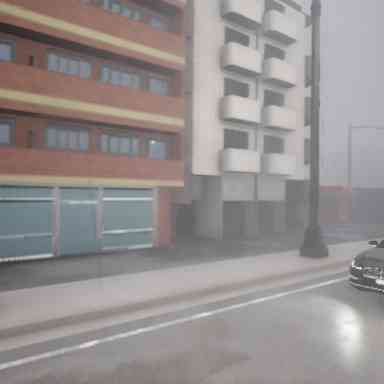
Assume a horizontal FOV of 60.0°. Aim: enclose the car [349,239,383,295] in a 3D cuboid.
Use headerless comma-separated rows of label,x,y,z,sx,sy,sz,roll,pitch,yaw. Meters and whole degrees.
car,5.799,1.628,8.181,4.892,1.490,1.837,1,-1,-36
